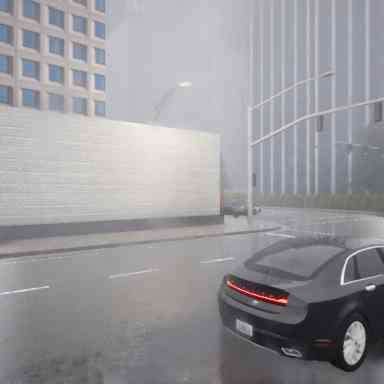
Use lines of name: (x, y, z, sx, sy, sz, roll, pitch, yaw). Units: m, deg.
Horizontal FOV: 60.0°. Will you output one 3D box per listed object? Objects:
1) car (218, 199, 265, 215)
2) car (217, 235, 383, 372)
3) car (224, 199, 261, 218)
car: (5.160, 1.547, 35.407, 2.128, 1.511, 4.902, 0, 0, -36)
car: (2.658, 1.505, 5.696, 4.892, 1.490, 1.837, 0, 0, -35)
car: (3.599, 1.603, 31.575, 2.033, 1.411, 5.357, 0, 0, -36)
